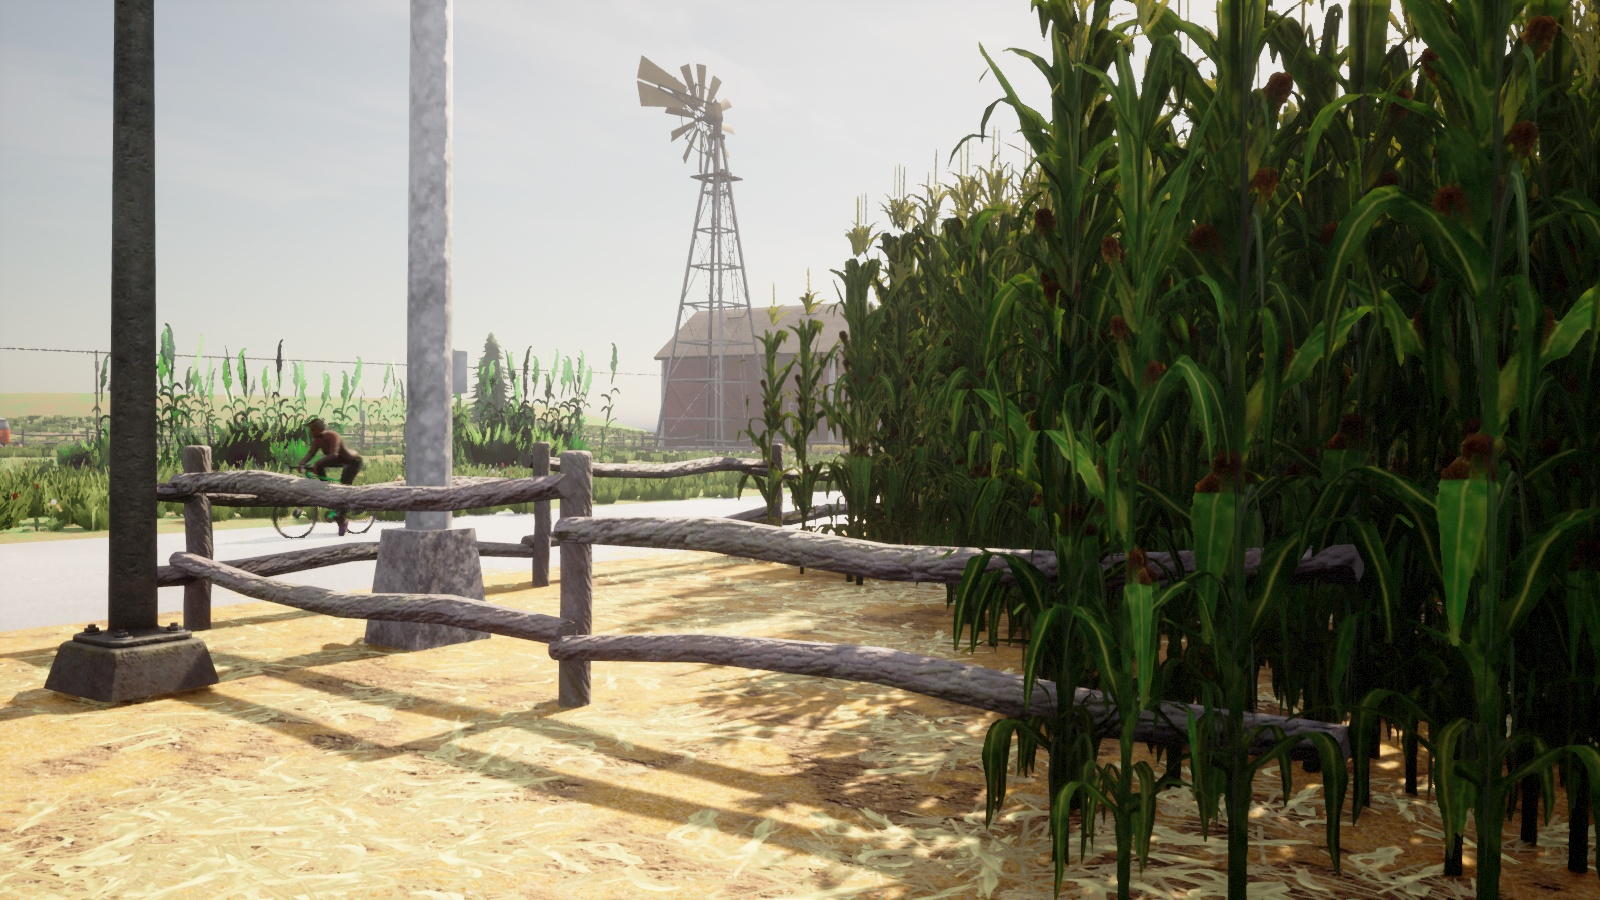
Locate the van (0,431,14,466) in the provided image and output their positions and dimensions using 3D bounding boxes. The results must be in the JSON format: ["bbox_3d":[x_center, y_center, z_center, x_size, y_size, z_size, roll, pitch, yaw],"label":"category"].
[{"bbox_3d":[-47.139,-0.055,70.738,1.775,1.987,4.442,0,1,39],"label":"van"}]

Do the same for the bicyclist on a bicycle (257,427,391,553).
[{"bbox_3d":[-6.472,0.509,17.150,0.582,1.620,1.656,0,1,33],"label":"bicyclist on a bicycle"}]
